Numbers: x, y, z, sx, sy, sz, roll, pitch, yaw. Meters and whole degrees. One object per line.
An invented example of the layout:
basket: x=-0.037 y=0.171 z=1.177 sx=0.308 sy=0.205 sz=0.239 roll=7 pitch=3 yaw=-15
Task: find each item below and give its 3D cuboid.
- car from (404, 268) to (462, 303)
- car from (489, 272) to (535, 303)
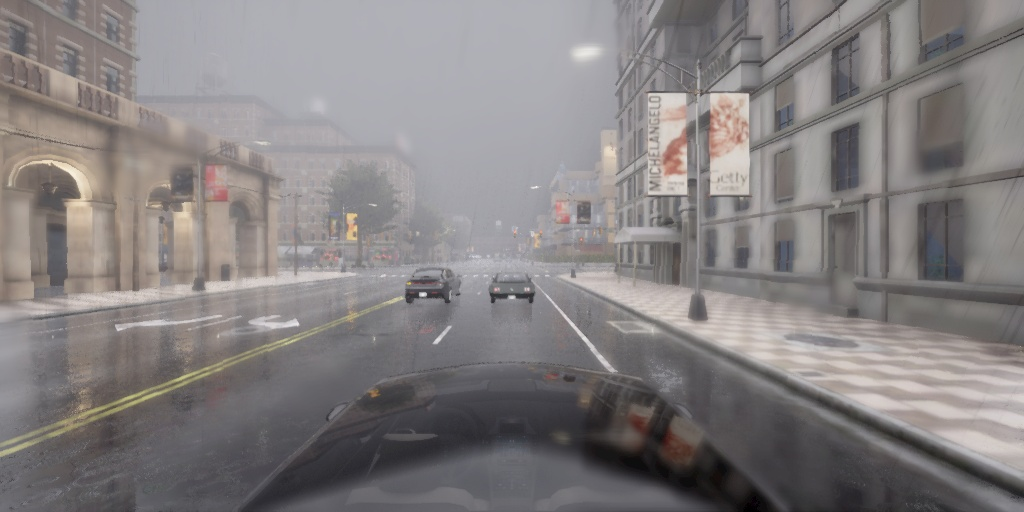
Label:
car: x=-3.501 y=1.264 z=16.503 sx=1.837 sy=1.490 sz=4.892 roll=0 pitch=0 yaw=0
car: x=-0.001 y=1.364 z=16.540 sx=1.895 sy=1.301 sz=4.718 roll=0 pitch=0 yaw=0
